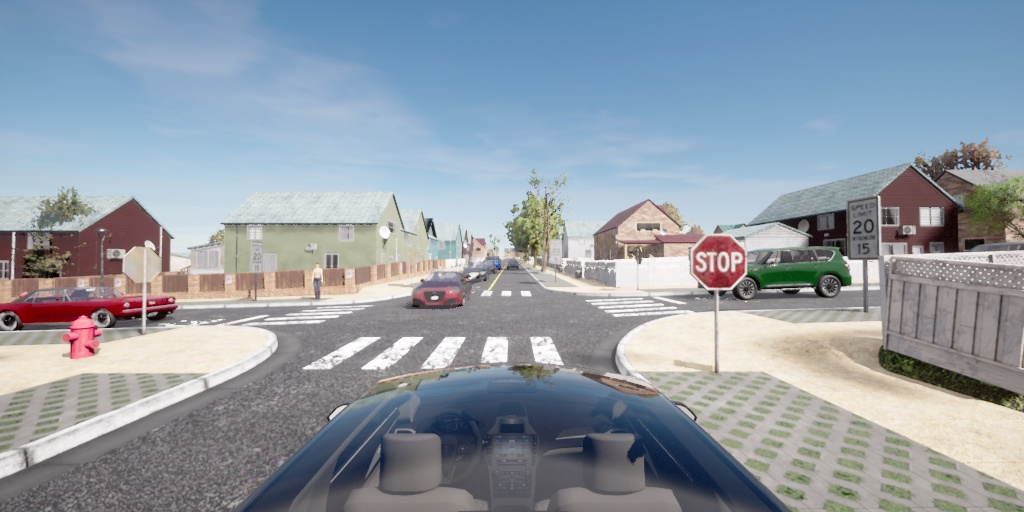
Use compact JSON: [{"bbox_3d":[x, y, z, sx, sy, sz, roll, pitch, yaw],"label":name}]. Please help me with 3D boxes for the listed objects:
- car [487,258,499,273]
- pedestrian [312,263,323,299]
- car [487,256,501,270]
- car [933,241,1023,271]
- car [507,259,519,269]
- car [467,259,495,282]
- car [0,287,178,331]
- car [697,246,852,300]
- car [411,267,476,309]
[{"bbox_3d":[-2.808,1.305,41.617,1.812,1.442,4.674,0,0,0],"label":"car"},{"bbox_3d":[-9.677,1.222,17.806,0.375,1.860,0.375,0,0,0],"label":"pedestrian"},{"bbox_3d":[-2.773,1.006,52.966,2.150,2.045,5.566,0,0,0],"label":"car"},{"bbox_3d":[21.019,0.408,15.050,5.566,2.045,2.150,-2,-1,0],"label":"car"},{"bbox_3d":[0.147,1.332,55.678,2.033,1.411,5.357,0,0,1],"label":"car"},{"bbox_3d":[-2.822,1.263,29.082,2.128,1.511,4.902,0,0,0],"label":"car"},{"bbox_3d":[-14.110,1.678,11.893,4.718,1.301,1.895,-2,-1,0],"label":"car"},{"bbox_3d":[10.816,0.682,14.986,5.566,2.045,2.150,-2,-1,-1],"label":"car"},{"bbox_3d":[-2.855,1.347,15.209,1.994,1.385,4.181,-1,0,0],"label":"car"}]
